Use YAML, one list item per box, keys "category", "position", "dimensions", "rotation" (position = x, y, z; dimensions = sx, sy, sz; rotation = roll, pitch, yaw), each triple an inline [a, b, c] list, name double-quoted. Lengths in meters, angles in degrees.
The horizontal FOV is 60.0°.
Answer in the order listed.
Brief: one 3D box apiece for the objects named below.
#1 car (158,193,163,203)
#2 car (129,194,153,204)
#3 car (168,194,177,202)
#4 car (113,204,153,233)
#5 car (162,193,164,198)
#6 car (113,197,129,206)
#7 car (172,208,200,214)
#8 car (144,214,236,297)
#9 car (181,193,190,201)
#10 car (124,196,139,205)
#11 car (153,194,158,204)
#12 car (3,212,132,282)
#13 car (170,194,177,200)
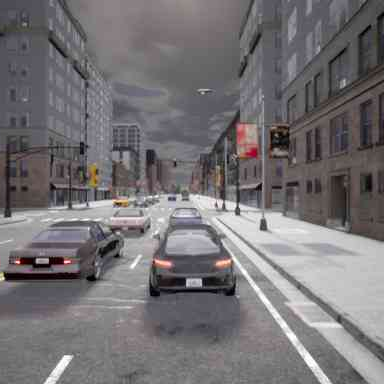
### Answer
- category: "car"
  position: [-7.901, 1.551, 70.475]
  dimensions: [2.128, 1.511, 4.902]
  rotation: [0, 0, -1]
- category: "car"
  position: [-7.580, 1.512, 50.101]
  dimensions: [2.128, 1.511, 4.902]
  rotation: [0, 0, -1]
- category: "car"
  position: [-4.851, 1.500, 80.364]
  dimensions: [1.882, 1.535, 5.008]
  rotation: [0, 0, -1]
- category: "car"
  position: [-3.515, 1.606, 19.512]
  dimensions: [1.895, 1.301, 4.718]
  rotation: [0, 0, -1]
- category: "car"
  position: [-8.212, 0.997, 85.747]
  dimensions: [2.097, 1.767, 4.553]
  rotation: [0, 0, -1]
- category: "car"
  position: [-10.863, 1.499, 51.573]
  dimensions: [1.882, 1.535, 5.008]
  rotation: [0, 0, -1]
- category: "car"
  position: [-0.335, 1.552, 18.096]
  dimensions: [2.033, 1.411, 5.357]
  rotation: [0, 0, -1]
- category: "car"
  position: [-0.040, 1.527, 8.509]
  dimensions: [1.812, 1.442, 4.674]
  rotation: [0, 0, -2]
- category: "car"
  position: [-1.610, 1.618, 80.877]
  dimensions: [1.895, 1.301, 4.718]
  rotation: [0, 0, -1]
- category: "car"
  position: [-11.015, 1.550, 60.796]
  dimensions: [1.812, 1.442, 4.674]
  rotation: [0, 0, -1]
- category: "car"
  position: [-7.751, 1.515, 59.457]
  dimensions: [2.128, 1.511, 4.902]
  rotation: [0, 0, -1]
- category: "car"
  position: [-3.314, 1.549, 9.754]
  dimensions: [2.033, 1.411, 5.357]
  rotation: [0, 0, -1]
- category: "car"
  position: [-5.063, 1.395, 90.782]
  dimensions: [1.837, 1.490, 4.892]
  rotation: [0, 0, -1]
